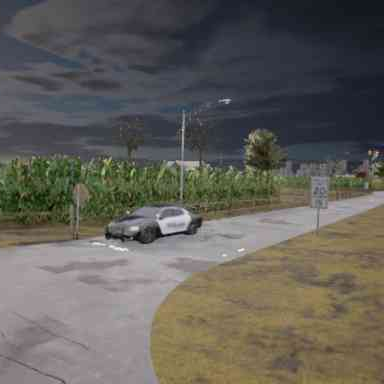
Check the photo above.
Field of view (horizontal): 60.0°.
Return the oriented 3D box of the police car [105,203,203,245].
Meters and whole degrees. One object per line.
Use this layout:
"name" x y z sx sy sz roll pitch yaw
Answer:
"police car" -1.591 1.319 14.927 2.038 1.542 4.974 3 2 35
